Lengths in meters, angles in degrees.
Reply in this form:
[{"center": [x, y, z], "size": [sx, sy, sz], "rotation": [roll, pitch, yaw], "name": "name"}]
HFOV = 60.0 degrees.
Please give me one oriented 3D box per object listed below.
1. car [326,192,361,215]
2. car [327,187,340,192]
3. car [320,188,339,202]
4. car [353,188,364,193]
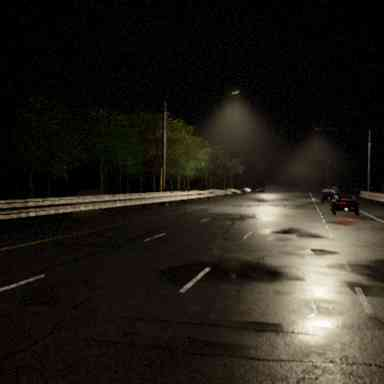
[{"center": [12.172, 0.980, 26.782], "size": [1.837, 1.490, 4.892], "rotation": [1, 1, 19], "name": "car"}, {"center": [26.967, -0.032, 63.747], "size": [2.150, 2.045, 5.566], "rotation": [1, 2, 31], "name": "car"}, {"center": [18.488, 0.627, 45.165], "size": [1.812, 1.442, 4.674], "rotation": [1, 2, 19], "name": "car"}, {"center": [41.392, -0.176, 81.810], "size": [4.553, 1.767, 2.097], "rotation": [-1, 2, -43], "name": "car"}]
